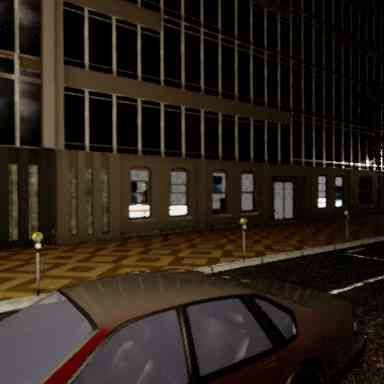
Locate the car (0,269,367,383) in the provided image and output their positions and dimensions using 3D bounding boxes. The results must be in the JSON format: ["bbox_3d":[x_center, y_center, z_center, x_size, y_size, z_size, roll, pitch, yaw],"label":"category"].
[{"bbox_3d":[-0.544,1.541,2.992,5.357,1.411,2.033,0,0,-35],"label":"car"}]
